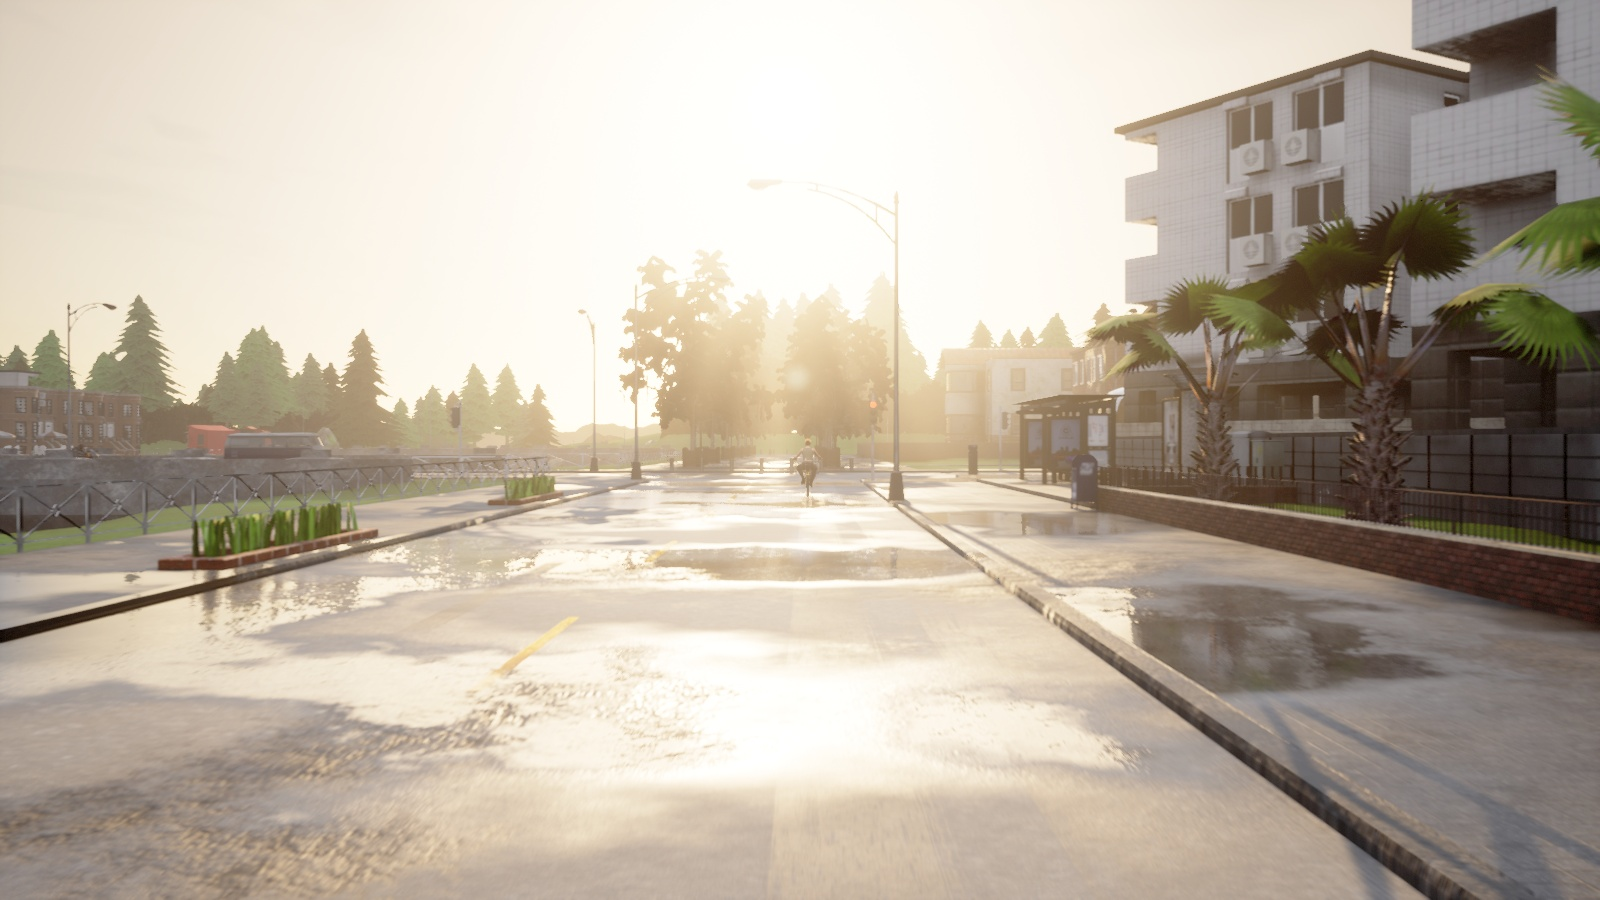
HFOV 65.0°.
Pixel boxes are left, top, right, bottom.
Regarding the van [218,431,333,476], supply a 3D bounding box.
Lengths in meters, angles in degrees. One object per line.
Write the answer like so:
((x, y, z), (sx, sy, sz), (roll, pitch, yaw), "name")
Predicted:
((-23.570, 0.162, 56.489), (4.442, 1.987, 1.775), (0, 0, 0), "van")

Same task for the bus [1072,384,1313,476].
((18.582, -0.953, 60.032), (10.273, 4.253, 3.944), (0, 0, 0), "bus")

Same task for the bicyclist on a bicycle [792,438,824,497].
((0.219, 0.484, 35.365), (0.866, 1.612, 1.509), (0, 0, 0), "bicyclist on a bicycle")
